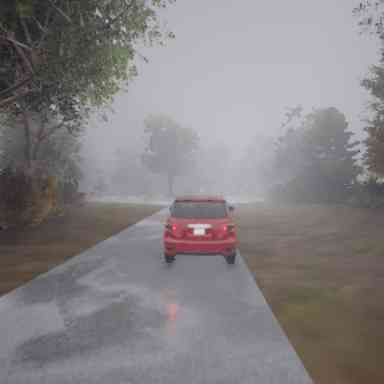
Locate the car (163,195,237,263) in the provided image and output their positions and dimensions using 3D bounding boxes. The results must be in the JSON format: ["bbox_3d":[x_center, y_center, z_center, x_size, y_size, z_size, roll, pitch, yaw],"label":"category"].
[{"bbox_3d":[0.325,1.108,11.700,2.150,2.045,5.566,0,1,3],"label":"car"}]

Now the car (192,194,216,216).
[{"bbox_3d":[1.072,1.055,28.871,1.882,1.535,5.008,0,1,3],"label":"car"}]
